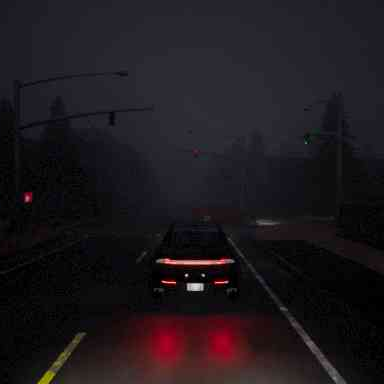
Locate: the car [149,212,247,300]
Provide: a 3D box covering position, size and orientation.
[{"bbox_3d":[0.076,1.492,8.398,2.128,1.511,4.902,0,0,0],"label":"car"}]

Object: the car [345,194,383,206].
[{"bbox_3d":[15.856,1.202,28.932,5.566,2.045,2.150,0,0,-8],"label":"car"}]

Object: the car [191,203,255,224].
[{"bbox_3d":[2.224,1.517,24.043,4.674,1.442,1.812,0,0,-4],"label":"car"}]
